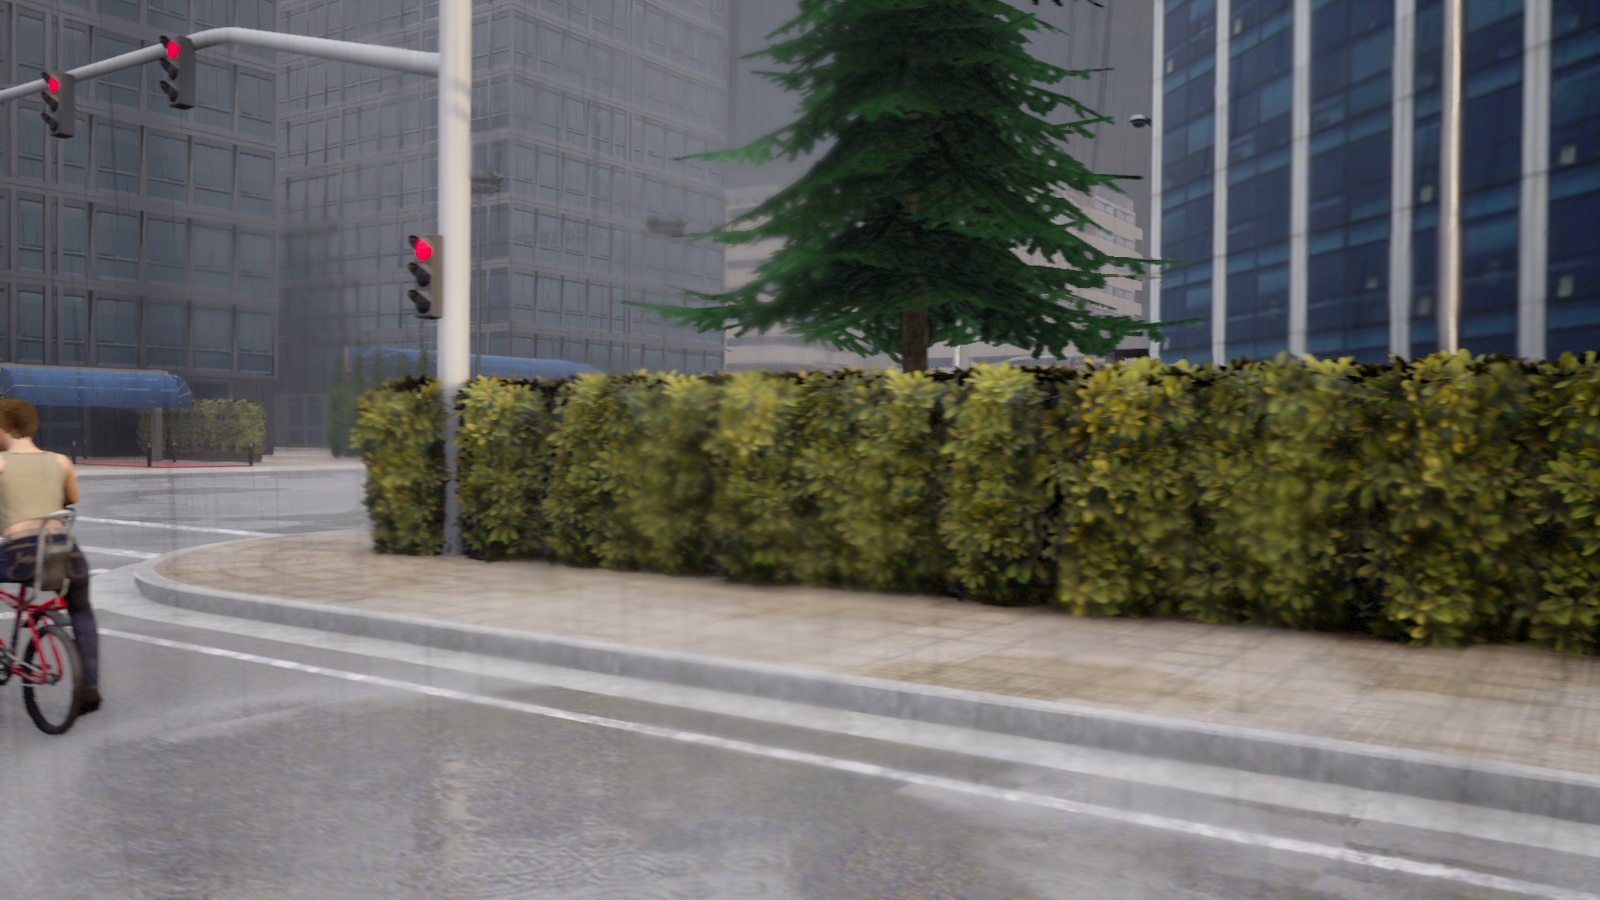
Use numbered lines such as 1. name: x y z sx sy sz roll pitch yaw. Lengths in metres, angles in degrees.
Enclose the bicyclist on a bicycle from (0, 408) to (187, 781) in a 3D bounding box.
1. bicyclist on a bicycle: -3.869 0.618 6.187 1.509 1.612 0.866 0 1 34
